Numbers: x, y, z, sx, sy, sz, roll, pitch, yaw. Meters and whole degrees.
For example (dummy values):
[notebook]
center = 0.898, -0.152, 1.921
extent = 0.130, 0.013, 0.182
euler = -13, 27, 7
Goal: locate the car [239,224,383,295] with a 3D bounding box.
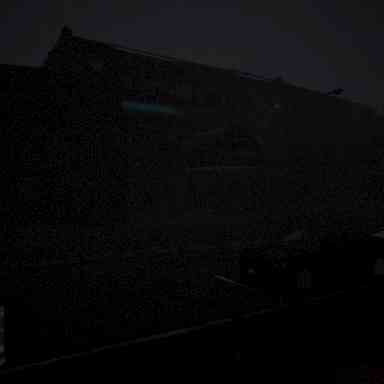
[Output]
[car]
center = 3.642, 1.736, 9.591
extent = 5.008, 1.535, 2.097
euler = 1, -1, -30
